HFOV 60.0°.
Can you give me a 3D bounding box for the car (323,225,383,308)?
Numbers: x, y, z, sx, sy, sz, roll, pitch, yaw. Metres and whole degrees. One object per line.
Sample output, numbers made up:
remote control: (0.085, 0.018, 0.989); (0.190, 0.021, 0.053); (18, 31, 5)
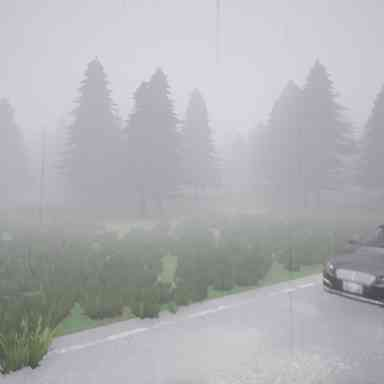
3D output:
car: (4.936, 1.492, 7.539); (4.902, 1.511, 2.128); (0, 0, -36)
